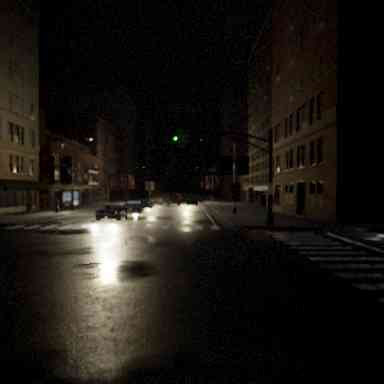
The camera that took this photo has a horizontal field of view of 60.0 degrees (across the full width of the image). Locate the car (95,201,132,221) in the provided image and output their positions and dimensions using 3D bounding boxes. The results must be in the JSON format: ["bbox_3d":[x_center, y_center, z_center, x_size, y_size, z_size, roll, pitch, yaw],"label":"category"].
[{"bbox_3d":[-6.579,1.648,27.739,1.895,1.301,4.718,0,0,0],"label":"car"}]

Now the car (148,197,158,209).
[{"bbox_3d":[-6.570,1.654,48.041,2.033,1.411,5.357,0,0,0],"label":"car"}]

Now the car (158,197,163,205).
[{"bbox_3d":[-6.493,1.626,61.001,1.882,1.535,5.008,0,0,0],"label":"car"}]

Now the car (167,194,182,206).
[{"bbox_3d":[-3.218,1.373,58.042,2.150,2.045,5.566,0,0,0],"label":"car"}]

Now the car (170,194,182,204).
[{"bbox_3d":[-3.212,1.363,68.464,2.150,2.045,5.566,0,0,0],"label":"car"}]

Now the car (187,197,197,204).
[{"bbox_3d":[0.036,1.730,68.431,2.033,1.411,5.357,0,0,0],"label":"car"}]

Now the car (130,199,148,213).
[{"bbox_3d":[-6.568,1.640,37.666,1.994,1.385,4.181,0,0,0],"label":"car"}]

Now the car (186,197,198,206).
[{"bbox_3d":[0.031,1.668,58.010,1.837,1.490,4.892,0,0,0],"label":"car"}]
